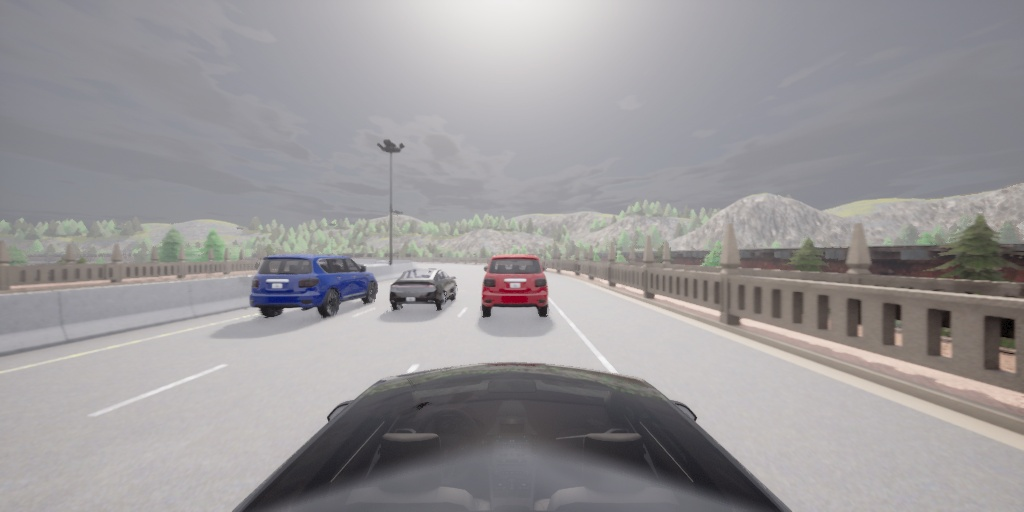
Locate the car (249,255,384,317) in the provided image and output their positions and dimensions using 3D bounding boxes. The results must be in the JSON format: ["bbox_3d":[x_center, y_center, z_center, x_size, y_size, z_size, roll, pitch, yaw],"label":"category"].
[{"bbox_3d":[-6.907,0.971,13.222,2.150,2.045,5.566,0,0,0],"label":"car"}]

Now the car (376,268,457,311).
[{"bbox_3d":[-3.405,1.242,14.467,2.128,1.511,4.902,0,0,0],"label":"car"}]

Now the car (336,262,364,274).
[{"bbox_3d":[-19.165,1.351,42.601,1.895,1.301,4.718,0,0,-11],"label":"car"}]

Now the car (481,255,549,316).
[{"bbox_3d":[0.094,0.972,13.406,2.150,2.045,5.566,0,0,0],"label":"car"}]

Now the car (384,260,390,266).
[{"bbox_3d":[-15.890,1.276,43.915,1.812,1.442,4.674,0,0,-11],"label":"car"}]
